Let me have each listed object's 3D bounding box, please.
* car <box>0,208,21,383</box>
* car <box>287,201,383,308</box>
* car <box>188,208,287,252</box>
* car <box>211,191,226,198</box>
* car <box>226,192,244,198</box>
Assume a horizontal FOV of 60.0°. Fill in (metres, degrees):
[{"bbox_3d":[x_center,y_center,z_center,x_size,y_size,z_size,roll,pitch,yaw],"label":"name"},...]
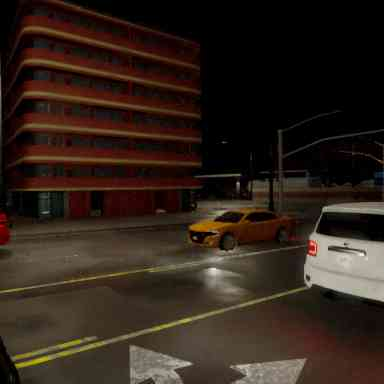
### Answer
[{"bbox_3d":[-3.680,1.222,1.126,5.566,2.045,2.150,0,0,-35],"label":"car"},{"bbox_3d":[4.761,1.218,7.127,5.566,2.045,2.150,0,0,-35],"label":"car"},{"bbox_3d":[2.160,1.471,14.087,5.008,1.535,1.882,0,0,-35],"label":"car"},{"bbox_3d":[7.375,0.671,89.318,4.611,1.667,2.242,-1,1,-35],"label":"car"},{"bbox_3d":[11.343,0.818,85.094,3.806,1.475,1.970,-1,1,-35],"label":"car"}]
